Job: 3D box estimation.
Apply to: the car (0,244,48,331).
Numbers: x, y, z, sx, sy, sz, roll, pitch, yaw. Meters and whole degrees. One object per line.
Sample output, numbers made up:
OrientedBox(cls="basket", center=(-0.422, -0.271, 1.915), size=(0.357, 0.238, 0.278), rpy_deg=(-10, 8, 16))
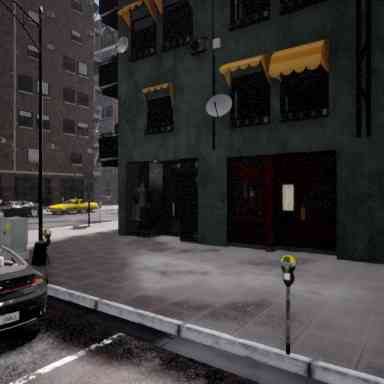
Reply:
OrientedBox(cls="car", center=(-4.354, 1.552, 5.975), size=(4.403, 1.369, 2.008), rpy_deg=(0, 0, 35))

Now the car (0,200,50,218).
OrientedBox(cls="car", center=(-13.928, 1.352, 25.980), size=(2.008, 1.369, 4.403), rpy_deg=(1, 1, 35))

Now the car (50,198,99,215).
OrientedBox(cls="car", center=(-10.840, 1.252, 30.407), size=(1.752, 1.417, 4.829), rpy_deg=(1, 1, 35))
